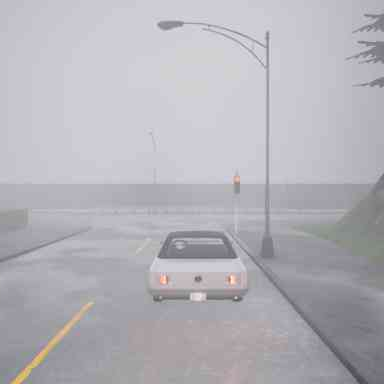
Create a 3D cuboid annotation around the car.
[{"bbox_3d":[0.116,1.601,8.226,1.895,1.301,4.718,0,0,0],"label":"car"}]
